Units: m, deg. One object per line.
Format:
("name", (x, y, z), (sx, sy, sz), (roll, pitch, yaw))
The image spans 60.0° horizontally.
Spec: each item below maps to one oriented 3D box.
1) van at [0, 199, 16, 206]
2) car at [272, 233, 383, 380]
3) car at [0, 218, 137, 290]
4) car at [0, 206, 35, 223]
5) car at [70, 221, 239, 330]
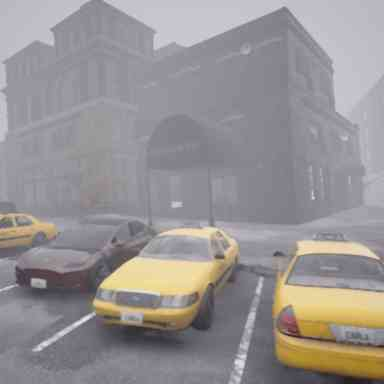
("van", (-9.825, 1.295, 14.356), (1.878, 1.987, 4.442), (0, -1, 16))
("car", (2.408, 1.494, 5.923), (1.946, 1.575, 5.366), (0, -1, 16))
("car", (-2.513, 1.517, 9.197), (2.163, 1.488, 4.792), (0, -1, 16))
("car", (-7.415, 1.501, 12.538), (1.946, 1.575, 5.366), (0, -1, 16))
("car", (-0.124, 1.481, 7.307), (1.946, 1.575, 5.366), (0, -1, 16))
